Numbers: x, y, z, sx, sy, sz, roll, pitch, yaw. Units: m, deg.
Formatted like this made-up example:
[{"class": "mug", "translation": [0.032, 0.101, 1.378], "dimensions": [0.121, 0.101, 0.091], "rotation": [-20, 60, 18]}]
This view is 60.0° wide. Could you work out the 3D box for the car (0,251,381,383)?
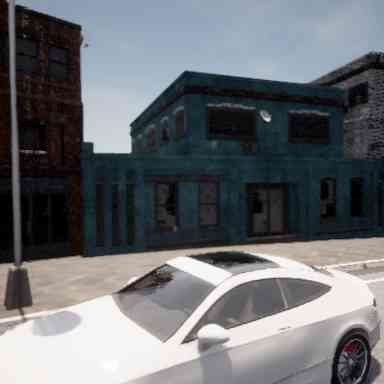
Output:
[{"class": "car", "translation": [0.204, 1.487, 3.764], "dimensions": [4.674, 1.442, 1.812], "rotation": [0, 1, -30]}]
